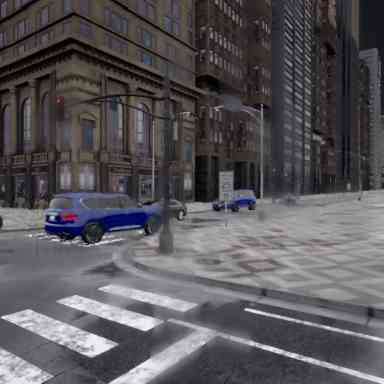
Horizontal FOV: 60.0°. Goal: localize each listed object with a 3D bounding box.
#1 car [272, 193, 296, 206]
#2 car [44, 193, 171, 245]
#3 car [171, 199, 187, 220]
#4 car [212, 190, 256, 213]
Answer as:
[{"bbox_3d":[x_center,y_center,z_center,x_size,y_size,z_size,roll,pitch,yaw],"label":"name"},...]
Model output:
[{"bbox_3d":[11.622,0.909,41.873,2.128,1.511,4.902,0,1,36],"label":"car"},{"bbox_3d":[-3.759,1.065,15.076,2.150,2.045,5.566,1,1,39],"label":"car"},{"bbox_3d":[-2.297,1.242,22.446,1.837,1.490,4.892,0,1,37],"label":"car"},{"bbox_3d":[4.065,0.813,31.357,2.150,2.045,5.566,0,1,36],"label":"car"}]
